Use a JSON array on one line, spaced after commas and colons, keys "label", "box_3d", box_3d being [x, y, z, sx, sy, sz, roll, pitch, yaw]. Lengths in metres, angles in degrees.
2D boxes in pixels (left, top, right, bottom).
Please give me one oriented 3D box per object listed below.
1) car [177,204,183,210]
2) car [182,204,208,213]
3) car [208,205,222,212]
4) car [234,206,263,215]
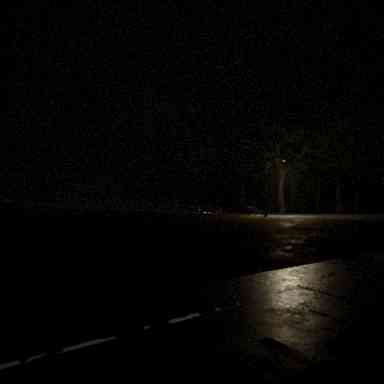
[{"label": "car", "box_3d": [-1.651, 3.490, 76.706, 1.882, 1.535, 5.008, 1, -2, -33]}, {"label": "car", "box_3d": [0.638, 3.383, 66.806, 1.837, 1.490, 4.892, 1, -1, -33]}, {"label": "car", "box_3d": [4.056, 3.370, 67.980, 2.128, 1.511, 4.902, 1, -2, -33]}, {"label": "car", "box_3d": [9.057, 2.922, 53.804, 2.033, 1.411, 5.357, 1, -2, -33]}]
